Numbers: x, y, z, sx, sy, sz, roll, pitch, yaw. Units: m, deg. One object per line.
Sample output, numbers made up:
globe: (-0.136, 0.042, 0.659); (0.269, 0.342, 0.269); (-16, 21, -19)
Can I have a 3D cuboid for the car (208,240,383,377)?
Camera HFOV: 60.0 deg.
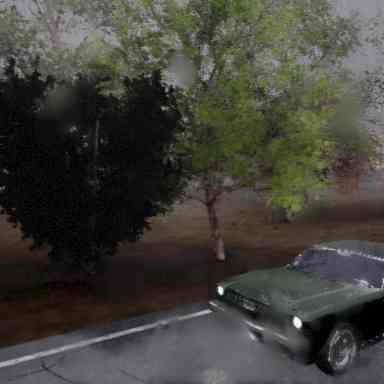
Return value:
car: (2.624, 1.573, 5.582); (4.718, 1.301, 1.895); (0, 0, -33)
